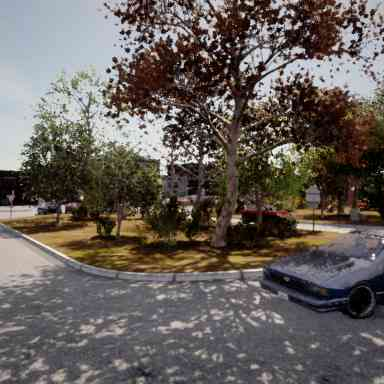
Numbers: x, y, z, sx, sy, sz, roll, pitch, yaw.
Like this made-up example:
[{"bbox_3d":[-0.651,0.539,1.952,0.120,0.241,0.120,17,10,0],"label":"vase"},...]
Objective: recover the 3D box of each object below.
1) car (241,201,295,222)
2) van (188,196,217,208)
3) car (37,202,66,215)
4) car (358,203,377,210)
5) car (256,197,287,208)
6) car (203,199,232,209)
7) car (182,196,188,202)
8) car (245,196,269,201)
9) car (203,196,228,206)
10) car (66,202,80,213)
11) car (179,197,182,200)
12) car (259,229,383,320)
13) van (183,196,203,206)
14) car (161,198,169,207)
[{"bbox_3d":[6.195,1.826,27.171,2.097,1.767,4.553,3,-3,-35],"label":"car"},{"bbox_3d":[1.827,1.744,55.023,1.878,1.987,4.442,1,0,-36],"label":"van"},{"bbox_3d":[-17.561,1.928,40.931,2.185,1.767,4.553,-1,0,-35],"label":"car"},{"bbox_3d":[33.739,2.502,64.301,2.097,1.767,4.553,2,-1,-14],"label":"car"},{"bbox_3d":[15.374,1.953,64.677,2.435,2.045,5.566,1,-1,-36],"label":"car"},{"bbox_3d":[4.271,1.988,56.406,1.946,1.575,5.366,1,0,-36],"label":"car"},{"bbox_3d":[-2.349,1.870,66.946,2.185,1.767,4.553,1,0,-36],"label":"car"},{"bbox_3d":[10.953,1.845,61.470,2.435,2.045,5.566,1,-1,-36],"label":"car"},{"bbox_3d":[5.141,1.872,72.339,2.435,2.045,5.566,1,-1,-36],"label":"car"},{"bbox_3d":[-15.011,2.065,42.818,2.002,1.452,4.674,-1,0,-36],"label":"car"},{"bbox_3d":[-4.846,1.970,65.418,1.946,1.575,5.366,1,0,-36],"label":"car"},{"bbox_3d":[4.151,1.566,7.316,5.357,1.411,2.033,0,0,-24],"label":"car"},{"bbox_3d":[0.168,1.806,68.650,1.878,1.987,4.442,1,-1,-36],"label":"van"},{"bbox_3d":[-4.934,2.013,53.794,2.033,1.411,5.357,0,0,1],"label":"car"}]
